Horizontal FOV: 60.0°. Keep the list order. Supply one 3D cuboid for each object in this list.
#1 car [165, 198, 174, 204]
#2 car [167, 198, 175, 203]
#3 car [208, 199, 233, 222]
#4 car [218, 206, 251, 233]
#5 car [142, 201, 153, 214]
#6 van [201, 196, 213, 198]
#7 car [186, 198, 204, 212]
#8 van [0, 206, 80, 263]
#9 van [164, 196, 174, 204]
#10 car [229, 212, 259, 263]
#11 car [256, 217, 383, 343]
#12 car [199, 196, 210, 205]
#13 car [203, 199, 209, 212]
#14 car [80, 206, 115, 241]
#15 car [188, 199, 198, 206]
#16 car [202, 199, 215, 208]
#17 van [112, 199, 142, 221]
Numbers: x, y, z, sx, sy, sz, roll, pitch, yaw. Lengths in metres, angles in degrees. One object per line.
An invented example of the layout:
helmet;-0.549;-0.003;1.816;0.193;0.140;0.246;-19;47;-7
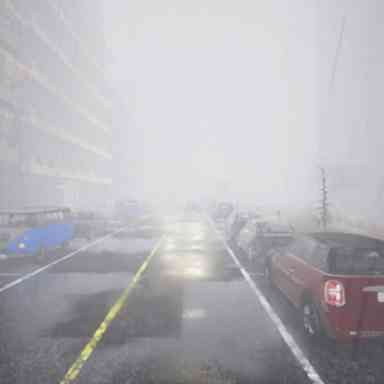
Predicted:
car;-5.659;2.135;83.672;1.752;1.417;4.829;0;0;0
car;-5.658;2.223;89.364;1.947;1.339;4.313;0;0;0
car;2.704;1.632;28.612;1.967;1.590;4.097;0;0;0
car;2.700;1.668;17.567;2.008;1.369;4.403;0;0;0
car;-5.674;1.821;39.660;2.008;1.369;4.403;0;0;0
van;2.711;1.693;50.705;1.690;1.788;3.998;0;0;0
car;0.115;1.849;44.035;2.033;1.411;5.357;0;0;0
van;-5.683;1.422;12.049;1.690;1.788;3.998;0;0;0
van;-5.661;1.907;78.320;1.690;1.788;3.998;0;0;0
car;2.698;1.631;12.044;2.008;1.369;4.403;0;0;0
car;2.696;1.484;6.521;1.967;1.590;4.097;0;0;0
car;2.718;1.837;72.796;2.192;1.841;5.009;0;0;0
car;2.707;1.836;39.657;1.947;1.339;4.313;0;0;0
car;-5.681;1.662;17.570;1.887;1.381;4.507;0;0;0
car;0.121;2.063;65.215;1.895;1.301;4.718;0;-1;0
car;2.712;1.945;56.225;2.008;1.369;4.403;0;0;0
van;-5.677;1.533;28.616;1.690;1.788;3.998;0;0;0
